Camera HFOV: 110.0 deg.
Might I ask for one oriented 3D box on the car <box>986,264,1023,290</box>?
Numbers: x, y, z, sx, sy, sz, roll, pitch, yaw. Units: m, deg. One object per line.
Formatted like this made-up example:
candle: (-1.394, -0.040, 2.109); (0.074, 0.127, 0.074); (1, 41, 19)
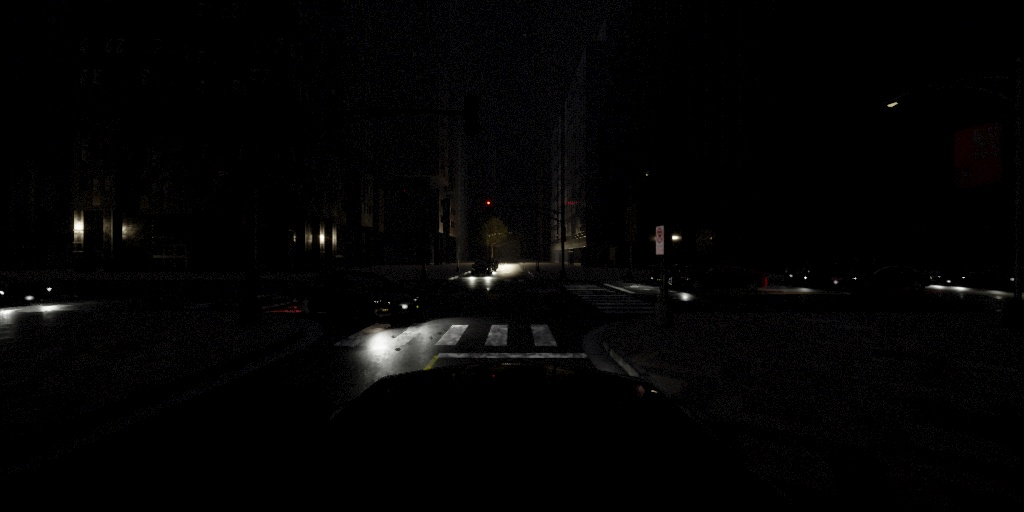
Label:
car: (31.944, 1.007, 20.845); (5.566, 2.045, 2.150); (0, 0, 0)

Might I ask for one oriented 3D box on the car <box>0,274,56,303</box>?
car: (-21.953, 1.291, 14.365); (5.357, 1.411, 2.033); (0, 0, 0)

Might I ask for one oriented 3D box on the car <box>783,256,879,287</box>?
car: (21.585, 0.986, 24.129); (5.566, 2.045, 2.150); (0, 0, 1)

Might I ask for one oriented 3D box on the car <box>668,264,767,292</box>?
car: (12.007, 1.237, 20.937); (5.008, 1.535, 1.882); (0, 0, 1)

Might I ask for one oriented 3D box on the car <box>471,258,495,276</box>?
car: (-3.101, 1.227, 37.513); (1.882, 1.535, 5.008); (0, 0, 1)

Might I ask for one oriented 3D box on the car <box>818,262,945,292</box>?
car: (21.331, 1.262, 20.894); (4.902, 1.511, 2.128); (0, 0, 0)

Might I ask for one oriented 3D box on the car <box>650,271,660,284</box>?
car: (11.854, 1.258, 24.194); (4.892, 1.490, 1.837); (0, 0, -1)

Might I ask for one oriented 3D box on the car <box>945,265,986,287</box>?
car: (32.040, 1.327, 24.094); (5.357, 1.411, 2.033); (0, 0, 0)

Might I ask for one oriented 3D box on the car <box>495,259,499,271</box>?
car: (-3.115, 1.101, 47.293); (2.097, 1.767, 4.553); (0, 0, 0)

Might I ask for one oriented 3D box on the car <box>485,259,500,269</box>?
car: (-3.125, 1.241, 57.209); (2.128, 1.511, 4.902); (0, 0, 0)

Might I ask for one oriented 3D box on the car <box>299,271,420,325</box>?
car: (-5.152, 1.260, 11.871); (4.892, 1.490, 1.837); (-1, -2, 34)
